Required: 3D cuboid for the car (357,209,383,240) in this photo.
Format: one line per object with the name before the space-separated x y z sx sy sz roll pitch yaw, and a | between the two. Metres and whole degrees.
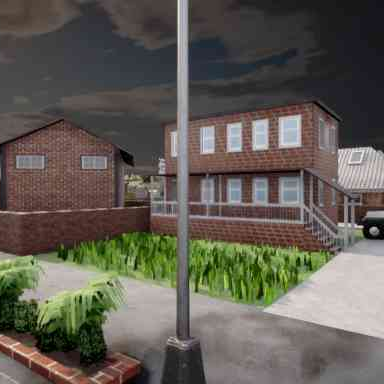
car | 8.493 0.973 12.590 3.866 1.878 1.905 0 0 36
